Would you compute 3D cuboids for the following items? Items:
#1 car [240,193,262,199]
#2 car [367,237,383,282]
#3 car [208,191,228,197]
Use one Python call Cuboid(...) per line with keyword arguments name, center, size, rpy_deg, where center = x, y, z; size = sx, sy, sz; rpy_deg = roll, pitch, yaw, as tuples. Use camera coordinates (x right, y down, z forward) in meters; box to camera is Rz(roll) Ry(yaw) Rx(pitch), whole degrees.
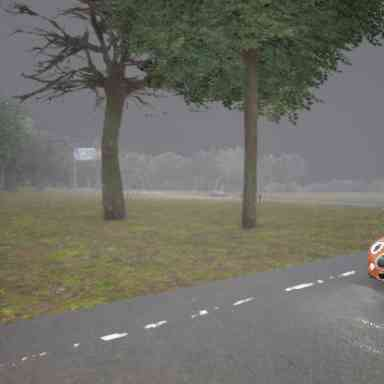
Cuboid(name="car", center=(11.900, 0.659, 67.688), size=(1.882, 1.535, 5.008), rpy_deg=(1, 0, -35))
Cuboid(name="car", center=(6.460, 1.333, 8.476), size=(4.553, 1.767, 2.097), rpy_deg=(0, 0, -35))
Cuboid(name="car", center=(5.876, 0.399, 76.185), size=(2.033, 1.411, 5.357), rpy_deg=(1, 1, -35))
